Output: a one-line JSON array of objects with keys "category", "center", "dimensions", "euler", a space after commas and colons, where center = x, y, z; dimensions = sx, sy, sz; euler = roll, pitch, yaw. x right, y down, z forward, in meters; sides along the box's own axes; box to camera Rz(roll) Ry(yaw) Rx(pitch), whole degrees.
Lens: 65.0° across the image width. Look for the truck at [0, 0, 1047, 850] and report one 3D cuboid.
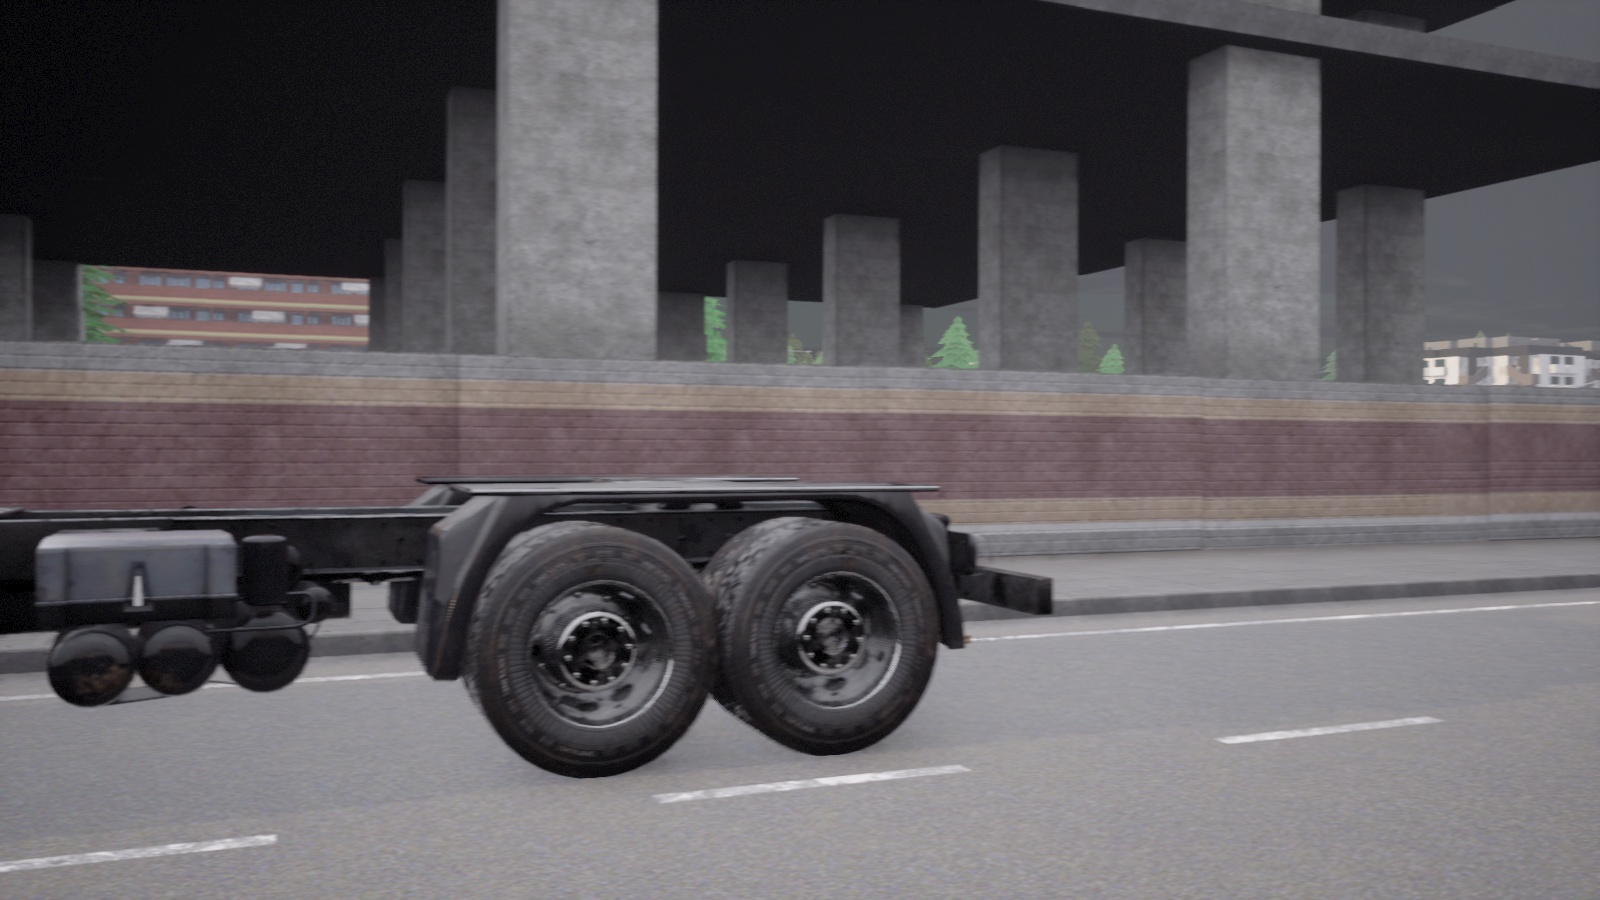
[{"category": "truck", "center": [-2.957, -0.232, 6.286], "dimensions": [7.936, 3.462, 2.891], "euler": [0, 0, -22]}]
